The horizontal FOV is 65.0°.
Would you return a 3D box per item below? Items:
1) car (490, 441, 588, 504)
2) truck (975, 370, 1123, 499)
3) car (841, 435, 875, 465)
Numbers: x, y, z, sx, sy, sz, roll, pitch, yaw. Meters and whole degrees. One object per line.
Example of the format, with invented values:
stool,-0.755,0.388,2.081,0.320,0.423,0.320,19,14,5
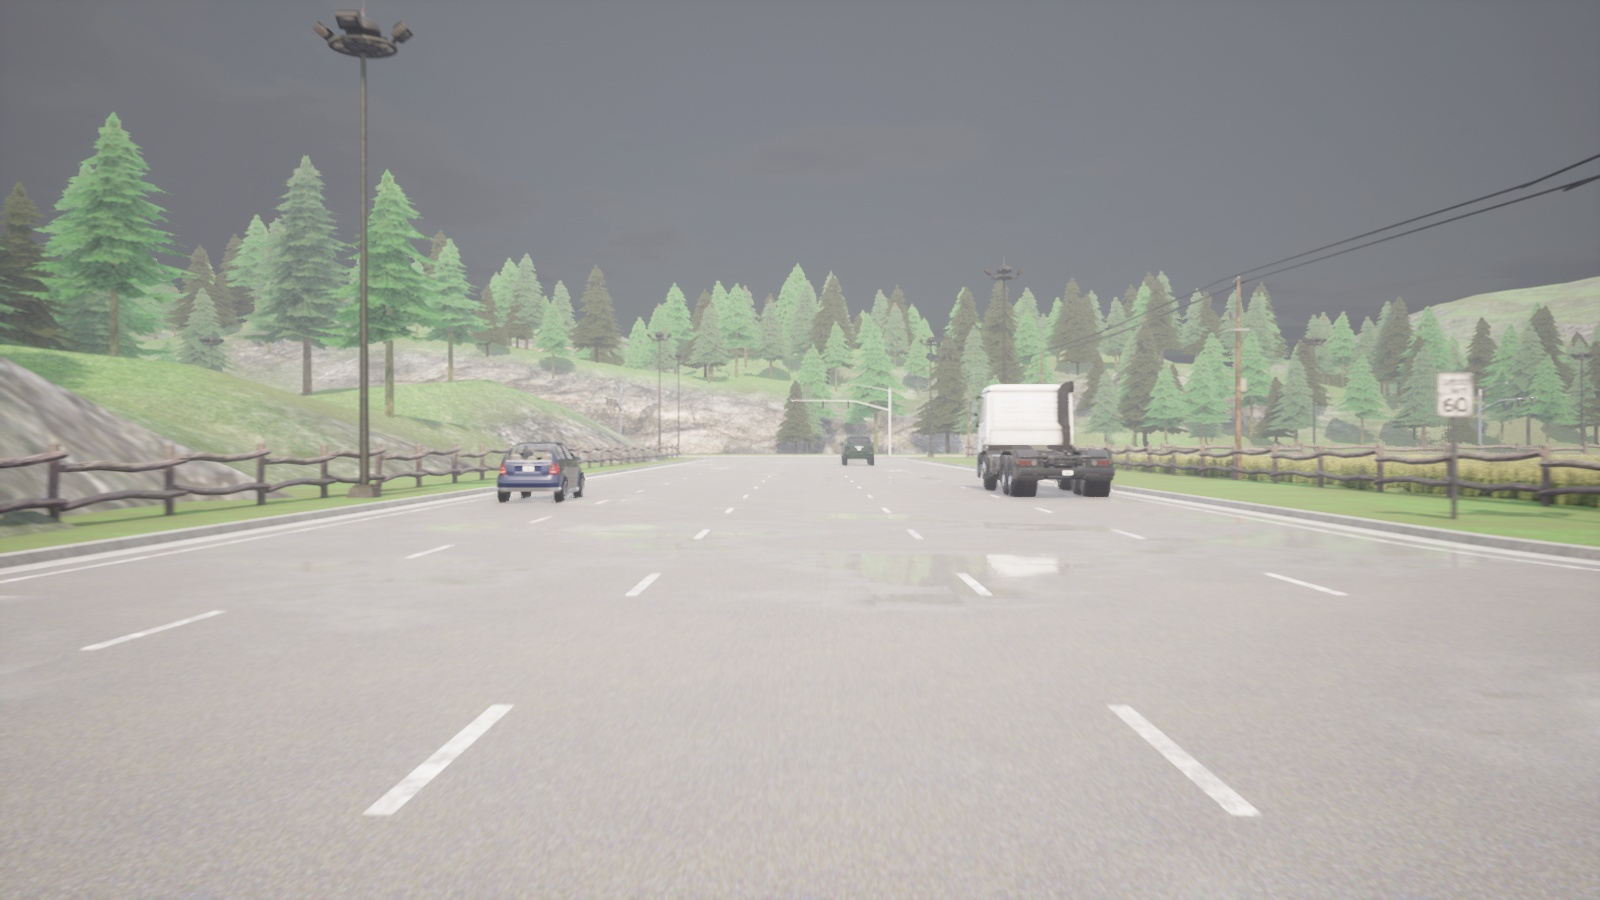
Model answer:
car,-6.797,0.545,33.078,1.789,1.549,3.705,0,0,0
truck,7.230,-0.428,37.607,2.891,3.462,7.936,0,0,0
car,4.013,0.006,87.469,2.150,2.045,5.566,0,0,0
